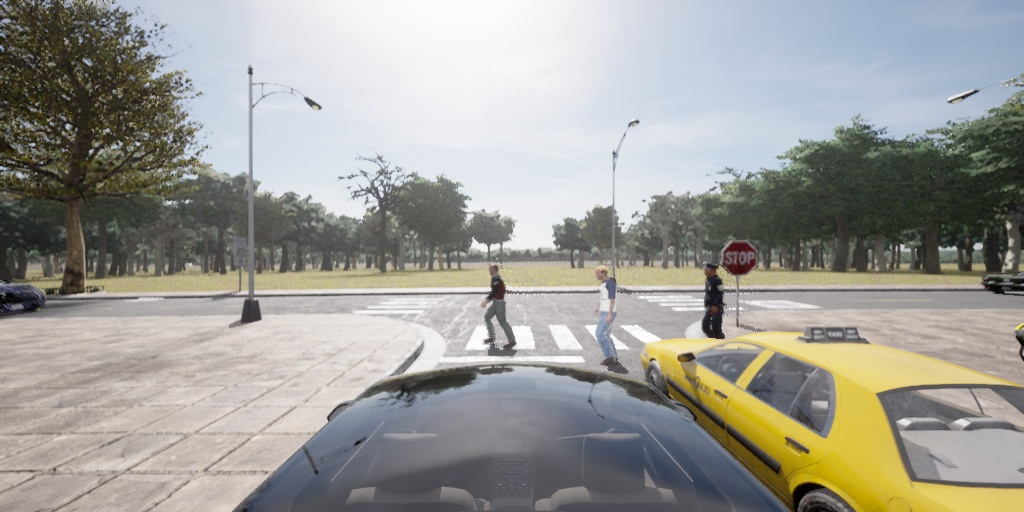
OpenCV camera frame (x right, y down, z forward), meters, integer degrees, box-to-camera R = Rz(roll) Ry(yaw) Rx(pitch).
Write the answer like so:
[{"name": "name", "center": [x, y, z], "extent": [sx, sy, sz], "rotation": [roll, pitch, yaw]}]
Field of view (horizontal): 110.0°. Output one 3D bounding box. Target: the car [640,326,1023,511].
[{"name": "car", "center": [2.637, 1.271, 3.227], "extent": [1.751, 1.417, 4.829], "rotation": [0, 0, 0]}]

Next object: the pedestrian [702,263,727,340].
[{"name": "pedestrian", "center": [3.981, 1.027, 7.085], "extent": [0.375, 1.860, 0.375], "rotation": [0, 0, 0]}]

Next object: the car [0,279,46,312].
[{"name": "car", "center": [-20.604, 1.345, 13.331], "extent": [4.553, 1.767, 2.097], "rotation": [-1, 0, 0]}]

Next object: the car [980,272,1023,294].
[{"name": "car", "center": [24.304, 1.133, 16.016], "extent": [4.718, 1.301, 1.895], "rotation": [0, 0, 0]}]

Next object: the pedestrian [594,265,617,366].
[{"name": "pedestrian", "center": [1.728, 1.029, 6.487], "extent": [0.375, 1.860, 0.375], "rotation": [0, 0, 0]}]

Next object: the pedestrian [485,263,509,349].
[{"name": "pedestrian", "center": [-0.316, 1.025, 7.687], "extent": [0.375, 1.860, 0.375], "rotation": [0, 0, 0]}]
